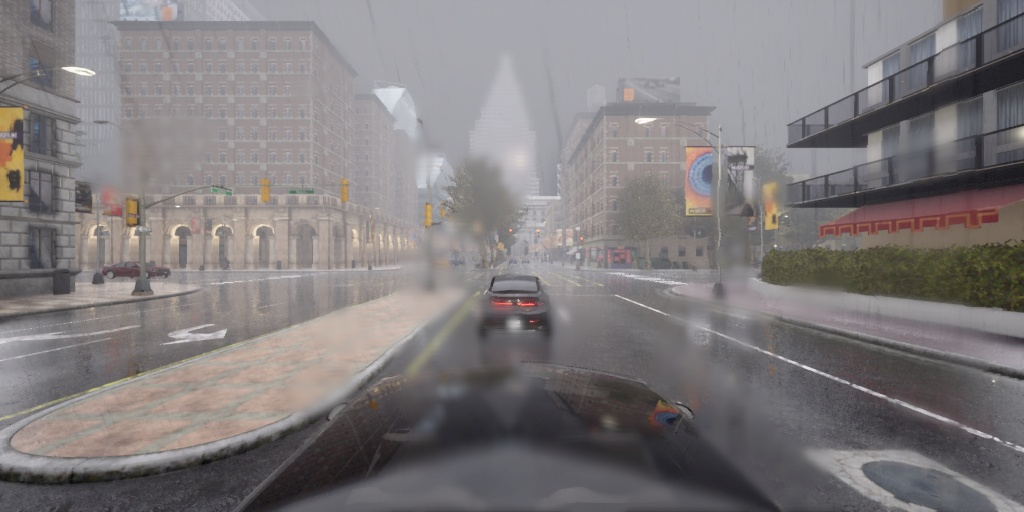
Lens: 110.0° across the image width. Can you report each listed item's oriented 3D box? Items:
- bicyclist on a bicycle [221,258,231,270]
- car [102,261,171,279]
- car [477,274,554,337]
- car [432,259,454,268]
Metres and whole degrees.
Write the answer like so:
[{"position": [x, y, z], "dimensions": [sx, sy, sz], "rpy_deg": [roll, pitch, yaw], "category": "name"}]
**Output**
[{"position": [-37.195, 1.050, 46.688], "dimensions": [0.582, 1.620, 1.656], "rpy_deg": [0, 0, 0], "category": "bicyclist on a bicycle"}, {"position": [-33.648, 1.228, 32.230], "dimensions": [5.008, 1.535, 1.882], "rpy_deg": [0, 0, 0], "category": "car"}, {"position": [0.097, 1.255, 10.269], "dimensions": [1.837, 1.490, 4.892], "rpy_deg": [0, 0, 0], "category": "car"}, {"position": [-11.440, 1.228, 59.601], "dimensions": [1.882, 1.535, 5.008], "rpy_deg": [0, 0, 0], "category": "car"}]
